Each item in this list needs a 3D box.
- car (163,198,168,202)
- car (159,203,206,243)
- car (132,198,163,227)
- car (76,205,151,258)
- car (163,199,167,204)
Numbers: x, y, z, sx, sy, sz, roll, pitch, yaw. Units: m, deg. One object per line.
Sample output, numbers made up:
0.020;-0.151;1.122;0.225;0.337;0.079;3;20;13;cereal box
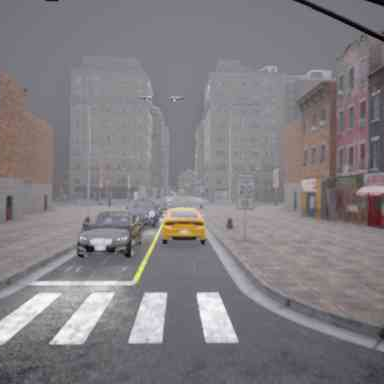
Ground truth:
-4.137;1.560;43.057;1.837;1.490;4.892;1;0;-2;car
-0.412;1.512;16.247;1.882;1.535;5.008;1;0;-2;car
-3.373;1.371;22.810;2.097;1.767;4.553;1;0;-2;car
-2.968;1.492;12.883;2.128;1.511;4.902;1;0;-2;car
-3.776;1.638;32.862;1.895;1.301;4.718;1;0;-2;car
